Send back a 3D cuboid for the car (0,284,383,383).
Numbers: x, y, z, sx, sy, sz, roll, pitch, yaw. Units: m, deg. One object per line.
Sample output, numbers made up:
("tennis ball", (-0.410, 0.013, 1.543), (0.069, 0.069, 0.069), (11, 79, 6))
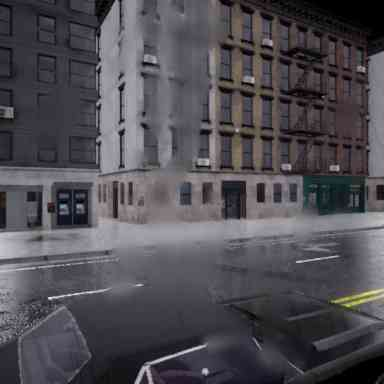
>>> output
("car", (-0.022, 1.600, 2.997), (4.718, 1.301, 1.895), (0, 0, -30))
